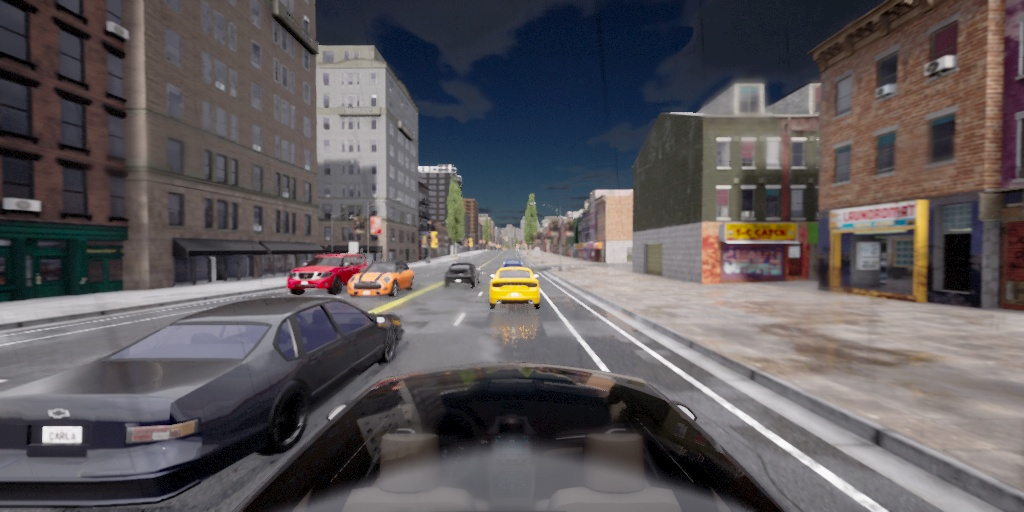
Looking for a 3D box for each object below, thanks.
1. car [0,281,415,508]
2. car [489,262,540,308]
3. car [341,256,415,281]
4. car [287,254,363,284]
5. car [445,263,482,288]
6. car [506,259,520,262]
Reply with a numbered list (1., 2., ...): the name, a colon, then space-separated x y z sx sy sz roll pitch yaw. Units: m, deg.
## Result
1. car: -3.150 1.293 5.023 2.033 1.411 5.357 0 0 0
2. car: 0.101 1.197 15.078 1.882 1.535 5.008 0 0 0
3. car: -6.513 1.057 18.361 2.097 1.767 4.553 0 0 0
4. car: -9.746 0.907 19.619 2.150 2.045 5.566 0 0 0
5. car: -3.146 1.187 23.395 1.837 1.490 4.892 0 0 0
6. car: 0.108 1.082 36.430 1.882 1.535 5.008 0 0 0
